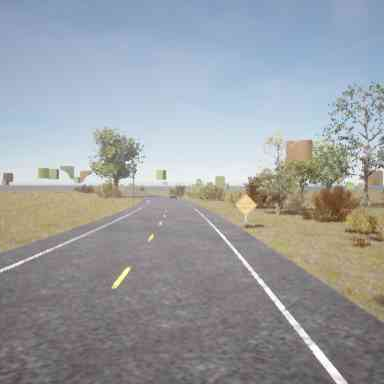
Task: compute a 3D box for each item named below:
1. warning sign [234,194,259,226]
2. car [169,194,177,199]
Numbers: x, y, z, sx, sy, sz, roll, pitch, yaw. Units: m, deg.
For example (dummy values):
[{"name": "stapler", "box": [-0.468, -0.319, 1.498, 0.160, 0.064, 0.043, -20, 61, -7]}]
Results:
[{"name": "warning sign", "box": [3.241, 1.068, 19.972, 1.300, 1.860, 1.060, 1, 1, -2]}, {"name": "car", "box": [-5.209, 1.280, 89.945, 1.812, 1.442, 4.674, 0, 0, -8]}]
